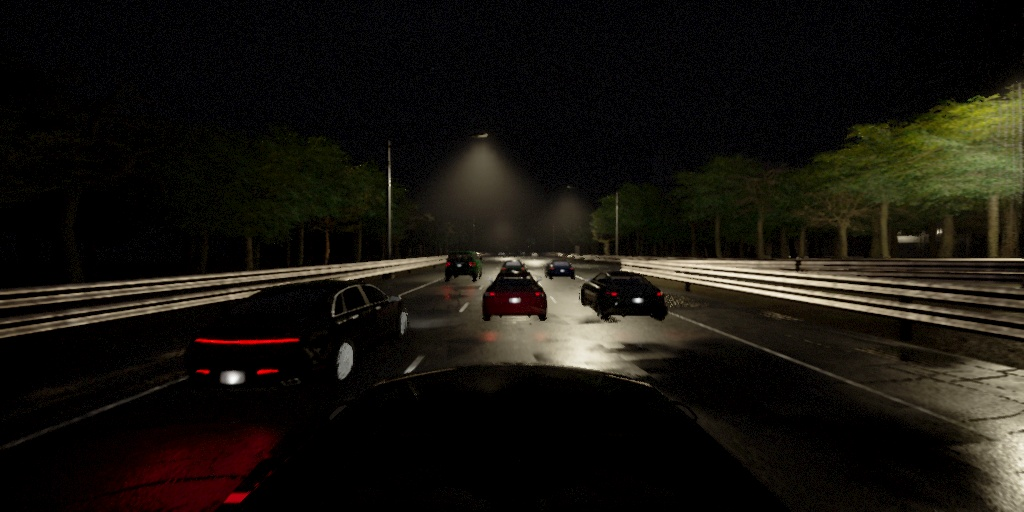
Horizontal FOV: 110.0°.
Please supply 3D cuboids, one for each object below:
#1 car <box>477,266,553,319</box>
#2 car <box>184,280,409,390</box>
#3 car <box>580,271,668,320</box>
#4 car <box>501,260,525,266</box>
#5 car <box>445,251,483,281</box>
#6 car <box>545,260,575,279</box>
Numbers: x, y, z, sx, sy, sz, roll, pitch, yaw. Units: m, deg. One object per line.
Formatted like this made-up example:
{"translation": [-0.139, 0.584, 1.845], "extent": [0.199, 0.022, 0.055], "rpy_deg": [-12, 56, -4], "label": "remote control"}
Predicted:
{"translation": [0.088, 1.203, 12.199], "extent": [1.994, 1.385, 4.181], "rpy_deg": [0, 1, 0], "label": "car"}
{"translation": [-3.435, 1.204, 6.841], "extent": [1.837, 1.490, 4.892], "rpy_deg": [0, 1, 0], "label": "car"}
{"translation": [3.588, 1.203, 12.193], "extent": [1.994, 1.385, 4.181], "rpy_deg": [0, 1, 0], "label": "car"}
{"translation": [0.095, 0.999, 27.504], "extent": [1.994, 1.385, 4.181], "rpy_deg": [0, 1, 0], "label": "car"}
{"translation": [-3.408, 0.678, 25.980], "extent": [2.150, 2.045, 5.566], "rpy_deg": [0, 1, 0], "label": "car"}
{"translation": [3.595, 0.999, 27.530], "extent": [1.994, 1.385, 4.181], "rpy_deg": [0, 1, 0], "label": "car"}
